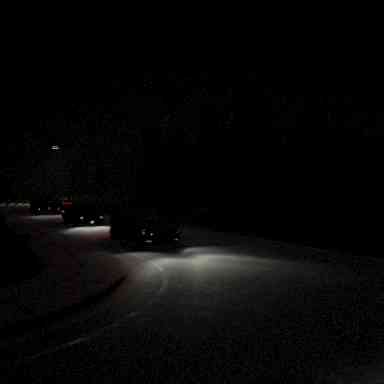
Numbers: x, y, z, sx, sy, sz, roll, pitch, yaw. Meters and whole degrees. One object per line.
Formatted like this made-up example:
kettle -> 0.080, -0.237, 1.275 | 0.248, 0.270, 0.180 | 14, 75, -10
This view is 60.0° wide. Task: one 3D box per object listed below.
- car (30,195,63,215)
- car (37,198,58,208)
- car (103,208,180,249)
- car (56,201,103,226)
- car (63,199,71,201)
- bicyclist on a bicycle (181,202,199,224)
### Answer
car -> -16.021, 1.304, 36.004 | 2.150, 2.045, 5.566 | 1, -1, -35
car -> -22.717, 1.682, 52.182 | 2.033, 1.411, 5.357 | 1, -1, -34
car -> -2.303, 1.536, 15.293 | 1.882, 1.535, 5.008 | 1, -1, -31
car -> -8.070, 1.614, 24.306 | 2.033, 1.411, 5.357 | 1, -1, -33
car -> -16.915, 1.623, 43.768 | 2.128, 1.511, 4.902 | 1, -1, -34
bicyclist on a bicycle -> -0.105, 1.546, 25.512 | 1.656, 1.620, 0.582 | 23, -28, -26
